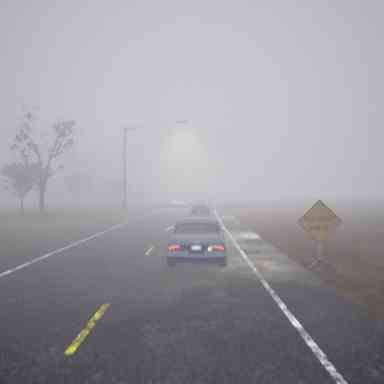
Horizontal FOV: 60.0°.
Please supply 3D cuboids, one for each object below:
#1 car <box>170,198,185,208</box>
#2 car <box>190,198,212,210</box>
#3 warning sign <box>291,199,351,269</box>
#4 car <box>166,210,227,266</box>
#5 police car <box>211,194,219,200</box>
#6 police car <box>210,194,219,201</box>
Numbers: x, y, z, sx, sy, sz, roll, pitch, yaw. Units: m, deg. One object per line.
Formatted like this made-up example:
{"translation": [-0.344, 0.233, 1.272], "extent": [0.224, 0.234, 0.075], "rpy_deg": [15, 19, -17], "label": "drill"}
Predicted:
{"translation": [-2.101, 1.572, 48.224], "extent": [1.812, 1.442, 4.674], "rpy_deg": [0, 0, 4], "label": "car"}
{"translation": [0.791, 1.559, 32.441], "extent": [1.812, 1.442, 4.674], "rpy_deg": [0, 0, 2], "label": "car"}
{"translation": [3.614, 1.127, 9.459], "extent": [1.300, 1.860, 1.060], "rpy_deg": [0, 0, 1], "label": "warning sign"}
{"translation": [0.176, 1.561, 11.524], "extent": [2.033, 1.411, 5.357], "rpy_deg": [0, 0, 1], "label": "car"}
{"translation": [6.529, 1.491, 94.105], "extent": [1.930, 1.638, 5.238], "rpy_deg": [0, 0, 7], "label": "police car"}
{"translation": [5.448, 1.488, 84.197], "extent": [1.930, 1.638, 5.238], "rpy_deg": [0, 0, 6], "label": "police car"}
